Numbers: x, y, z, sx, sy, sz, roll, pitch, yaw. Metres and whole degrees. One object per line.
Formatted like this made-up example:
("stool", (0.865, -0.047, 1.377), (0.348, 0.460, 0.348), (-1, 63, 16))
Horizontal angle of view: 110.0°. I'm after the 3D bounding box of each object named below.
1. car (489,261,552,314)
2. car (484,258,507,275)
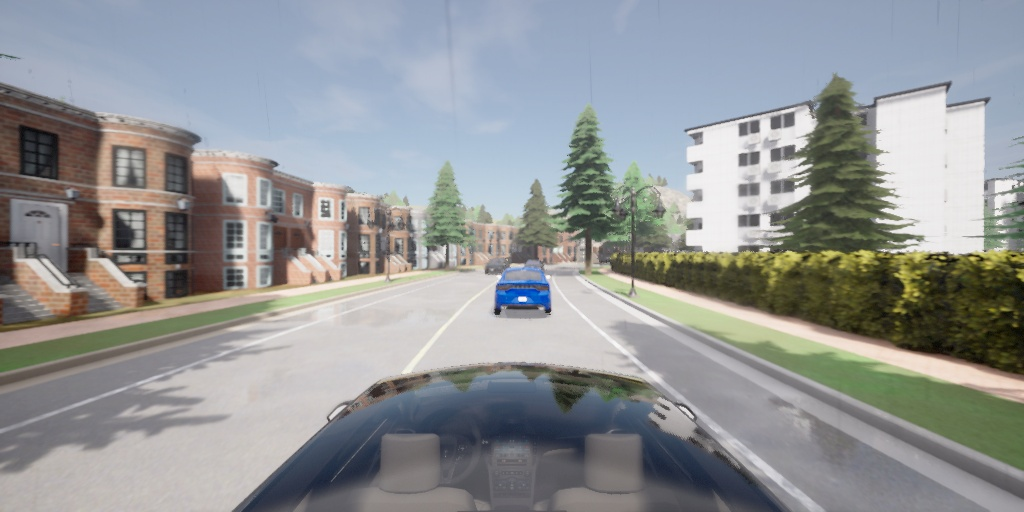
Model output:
("car", (0.428, 1.142, 13.372), (1.882, 1.535, 5.008), (0, 0, 2))
("car", (-1.394, 1.007, 34.639), (1.837, 1.490, 4.892), (0, 0, 9))
